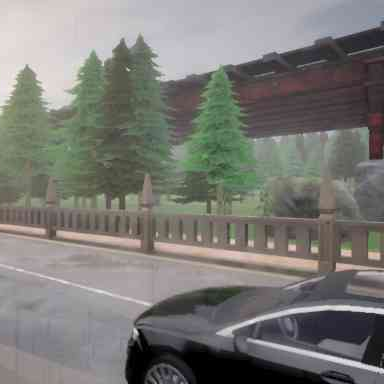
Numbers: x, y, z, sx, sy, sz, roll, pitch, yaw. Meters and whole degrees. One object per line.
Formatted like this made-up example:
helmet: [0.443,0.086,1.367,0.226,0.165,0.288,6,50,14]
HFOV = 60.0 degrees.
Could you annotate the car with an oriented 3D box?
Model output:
car: [1.513,1.490,2.913,4.902,1.511,2.128,0,0,36]
